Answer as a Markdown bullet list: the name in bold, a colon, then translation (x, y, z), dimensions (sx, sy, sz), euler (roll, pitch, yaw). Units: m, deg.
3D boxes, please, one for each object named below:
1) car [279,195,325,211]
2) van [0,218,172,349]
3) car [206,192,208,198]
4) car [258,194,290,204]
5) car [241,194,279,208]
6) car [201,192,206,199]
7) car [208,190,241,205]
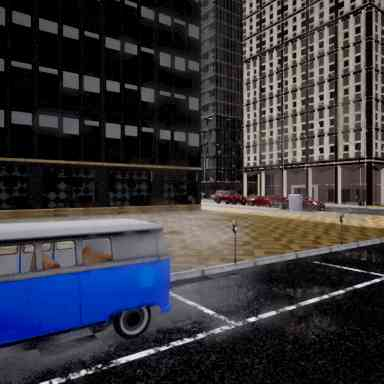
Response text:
- **car**: translation (11.374, 1.072, 33.627), dimensions (1.967, 1.590, 4.097), euler (1, 0, -36)
- **van**: translation (-2.243, 1.341, 4.960), dimensions (3.998, 1.788, 1.690), euler (0, 0, -35)
- **car**: translation (5.066, 0.712, 56.827), dimensions (1.752, 1.417, 4.829), euler (1, 0, -36)
- **car**: translation (11.657, 0.987, 47.620), dimensions (1.802, 1.307, 4.206), euler (1, 0, -36)
- **car**: translation (8.125, 1.106, 38.159), dimensions (1.802, 1.307, 4.206), euler (1, 0, -36)
- **car**: translation (1.917, 0.649, 61.222), dimensions (1.947, 1.339, 4.313), euler (1, 0, -36)
- **car**: translation (4.887, 0.732, 42.690), dimensions (2.192, 1.841, 5.009), euler (1, 0, -36)
